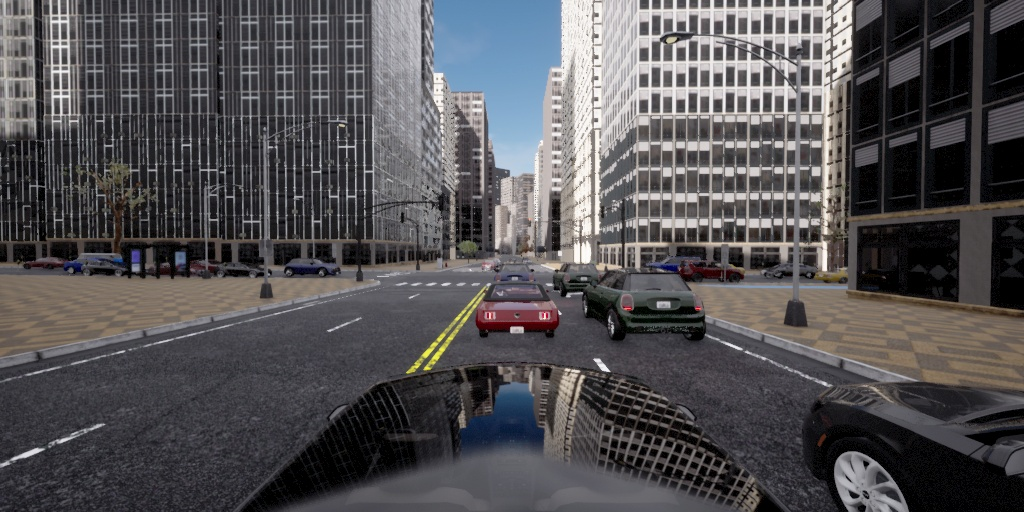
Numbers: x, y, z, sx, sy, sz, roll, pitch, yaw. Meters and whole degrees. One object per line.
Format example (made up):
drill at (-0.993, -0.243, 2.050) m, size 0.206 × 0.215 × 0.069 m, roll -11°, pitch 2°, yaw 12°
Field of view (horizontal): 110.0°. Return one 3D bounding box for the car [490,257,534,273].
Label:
car at (0.136, 1.092, 19.136) m, size 2.097 × 1.767 × 4.553 m, roll 0°, pitch 0°, yaw 0°

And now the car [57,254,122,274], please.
car at (-38.421, 0.898, 33.311) m, size 5.008 × 1.535 × 1.882 m, roll 1°, pitch 1°, yaw 2°

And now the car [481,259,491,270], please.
car at (-3.224, 1.239, 50.612) m, size 1.812 × 1.442 × 4.674 m, roll 0°, pitch 0°, yaw 0°

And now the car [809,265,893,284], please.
car at (27.700, 1.578, 29.410) m, size 4.829 × 1.417 × 1.751 m, roll 0°, pitch 0°, yaw 1°

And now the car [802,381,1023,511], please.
car at (3.342, 1.255, 0.990) m, size 1.837 × 1.490 × 4.892 m, roll 0°, pitch 0°, yaw 0°

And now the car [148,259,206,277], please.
car at (-28.355, 1.137, 30.391) m, size 4.207 × 1.307 × 1.802 m, roll 0°, pitch 0°, yaw 1°

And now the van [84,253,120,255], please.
van at (-45.207, 0.604, 39.262) m, size 3.998 × 1.789 × 1.690 m, roll 0°, pitch 0°, yaw 1°

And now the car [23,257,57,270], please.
car at (-50.889, 0.792, 39.390) m, size 4.207 × 1.307 × 1.802 m, roll 0°, pitch 0°, yaw 1°

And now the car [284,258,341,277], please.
car at (-18.167, 0.956, 32.815) m, size 4.553 × 1.767 × 2.097 m, roll 1°, pitch 1°, yaw 2°

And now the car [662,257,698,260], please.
car at (15.866, 1.080, 35.426) m, size 5.566 × 2.045 × 2.150 m, roll 1°, pitch 1°, yaw 2°

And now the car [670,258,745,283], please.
car at (16.252, 1.268, 29.632) m, size 5.009 × 1.841 × 2.192 m, roll 0°, pitch 0°, yaw 1°

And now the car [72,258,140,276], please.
car at (-34.035, 1.069, 30.577) m, size 4.313 × 1.339 × 1.948 m, roll 0°, pitch 0°, yaw 1°

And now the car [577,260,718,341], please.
car at (3.359, 1.098, 10.045) m, size 2.097 × 1.767 × 4.553 m, roll 0°, pitch 0°, yaw 0°

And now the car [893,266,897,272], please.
car at (33.170, 1.683, 29.304) m, size 4.207 × 1.307 × 1.802 m, roll 0°, pitch 0°, yaw 1°

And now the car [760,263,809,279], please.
car at (27.122, 1.447, 35.194) m, size 4.902 × 1.511 × 2.128 m, roll 1°, pitch 1°, yaw 1°

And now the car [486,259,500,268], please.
car at (-3.198, 1.249, 60.299) m, size 2.033 × 1.411 × 5.357 m, roll 0°, pitch 0°, yaw 0°

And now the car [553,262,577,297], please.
car at (3.385, 1.092, 18.983) m, size 2.097 × 1.767 × 4.553 m, roll 0°, pitch 0°, yaw 0°

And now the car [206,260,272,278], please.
car at (-22.671, 1.173, 30.246) m, size 4.313 × 1.339 × 1.948 m, roll 0°, pitch 0°, yaw 1°

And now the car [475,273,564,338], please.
car at (0.115, 1.346, 10.142) m, size 1.895 × 1.301 × 4.718 m, roll 0°, pitch 0°, yaw 0°
